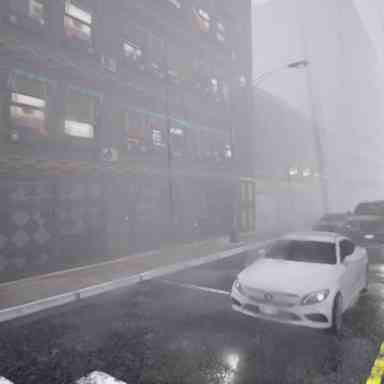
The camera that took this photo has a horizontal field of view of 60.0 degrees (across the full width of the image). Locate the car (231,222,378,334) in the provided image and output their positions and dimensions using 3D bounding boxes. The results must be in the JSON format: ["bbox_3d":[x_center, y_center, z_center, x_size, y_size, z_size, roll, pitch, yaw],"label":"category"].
[{"bbox_3d":[2.599,1.638,7.232,1.812,1.442,4.674,-2,-1,36],"label":"car"}]

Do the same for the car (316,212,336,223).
[{"bbox_3d":[8.316,1.827,19.158,1.947,1.339,4.313,-2,-2,37],"label":"car"}]

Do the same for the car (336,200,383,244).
[{"bbox_3d":[8.530,1.398,15.148,2.150,2.045,5.566,-2,-1,37],"label":"car"}]

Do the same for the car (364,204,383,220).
[{"bbox_3d":[18.280,1.916,32.398,1.887,1.381,4.507,-2,-2,37],"label":"car"}]
